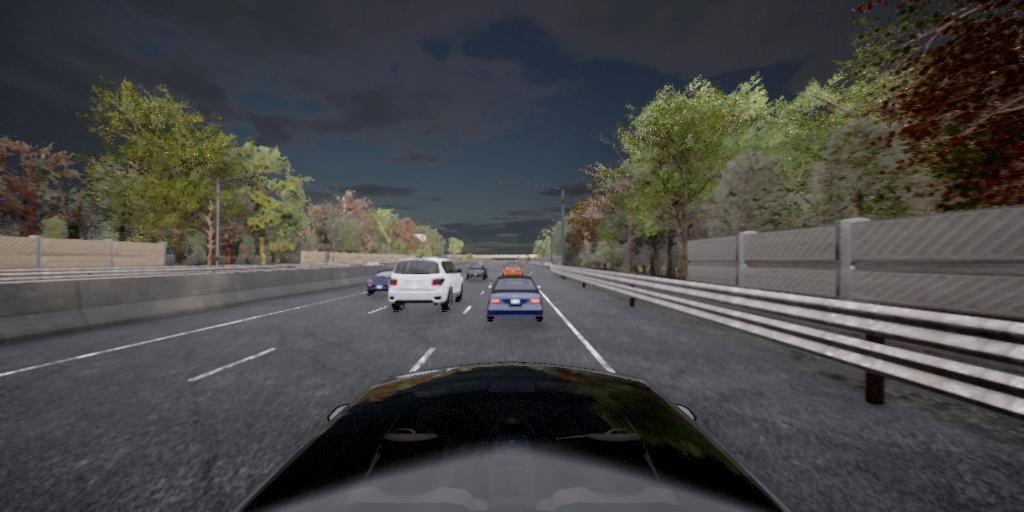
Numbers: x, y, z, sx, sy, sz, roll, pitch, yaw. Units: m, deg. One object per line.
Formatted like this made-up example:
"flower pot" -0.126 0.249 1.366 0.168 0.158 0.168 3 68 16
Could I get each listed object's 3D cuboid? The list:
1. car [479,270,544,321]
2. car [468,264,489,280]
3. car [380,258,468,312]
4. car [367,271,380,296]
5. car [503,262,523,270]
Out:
"car" 0.096 1.403 12.985 2.033 1.411 5.357 0 -1 0
"car" -3.416 1.575 35.992 2.128 1.511 4.902 0 -1 0
"car" -3.408 1.098 15.174 2.150 2.045 5.566 0 -1 0
"car" -6.904 1.458 20.968 1.812 1.442 4.674 0 -1 0
"car" 0.085 1.456 37.986 2.097 1.767 4.553 0 -1 0
